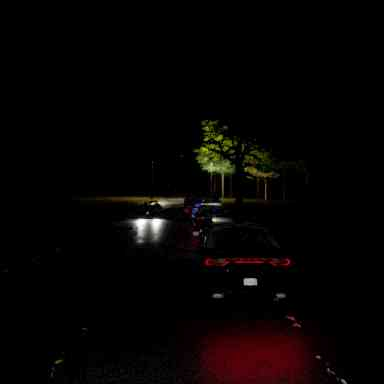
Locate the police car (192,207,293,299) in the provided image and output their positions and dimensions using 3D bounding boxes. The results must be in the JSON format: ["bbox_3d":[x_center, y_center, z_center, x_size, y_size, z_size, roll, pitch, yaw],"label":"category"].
[{"bbox_3d":[1.056,1.416,8.600,1.930,1.638,5.238,0,0,0],"label":"police car"}]

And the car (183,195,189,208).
[{"bbox_3d":[-0.135,1.327,45.200,2.128,1.511,4.902,0,0,0],"label":"car"}]

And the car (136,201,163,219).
[{"bbox_3d":[-3.551,1.490,28.577,1.994,1.385,4.181,0,0,0],"label":"car"}]

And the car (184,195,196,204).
[{"bbox_3d":[-0.315,1.301,59.609,2.033,1.411,5.357,0,0,-1],"label":"car"}]

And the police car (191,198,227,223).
[{"bbox_3d":[1.044,1.391,18.606,1.930,1.638,5.238,0,0,0],"label":"police car"}]

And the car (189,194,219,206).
[{"bbox_3d":[1.025,1.168,24.528,2.150,2.045,5.566,0,0,0],"label":"car"}]
